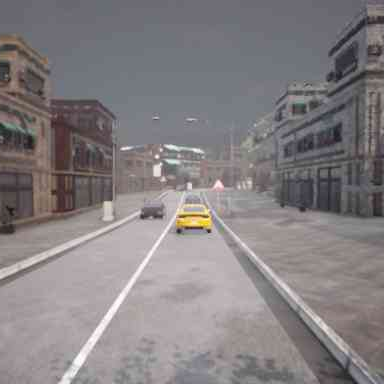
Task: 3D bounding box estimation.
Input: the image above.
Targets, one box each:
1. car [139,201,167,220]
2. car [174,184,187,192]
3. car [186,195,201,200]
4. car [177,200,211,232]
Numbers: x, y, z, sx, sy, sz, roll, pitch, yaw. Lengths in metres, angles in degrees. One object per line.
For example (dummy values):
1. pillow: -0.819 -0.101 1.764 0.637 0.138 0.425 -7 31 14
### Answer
1. car: -3.101 1.453 27.720 2.033 1.411 5.357 0 1 0
2. car: -2.323 -0.859 68.615 2.128 1.511 4.902 0 3 12
3. car: 0.096 1.087 38.497 2.033 1.411 5.357 0 3 0
4. car: 0.099 1.467 19.916 1.882 1.535 5.008 0 0 0
